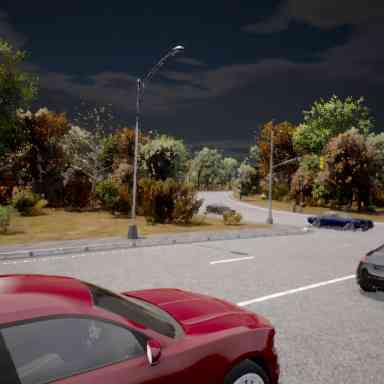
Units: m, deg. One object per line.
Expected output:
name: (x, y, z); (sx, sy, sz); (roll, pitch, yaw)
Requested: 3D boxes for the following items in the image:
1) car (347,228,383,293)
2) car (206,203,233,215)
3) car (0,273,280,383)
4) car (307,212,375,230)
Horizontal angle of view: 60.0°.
car: (5.778, 1.665, 7.922); (4.181, 1.385, 1.994); (1, -1, -35)
car: (3.505, 2.116, 41.950); (2.033, 1.411, 5.357); (3, 0, -20)
car: (-1.371, 1.479, 2.768); (5.008, 1.535, 1.882); (0, 0, -36)
car: (11.154, 2.206, 25.172); (1.895, 1.301, 4.718); (3, -2, -28)
